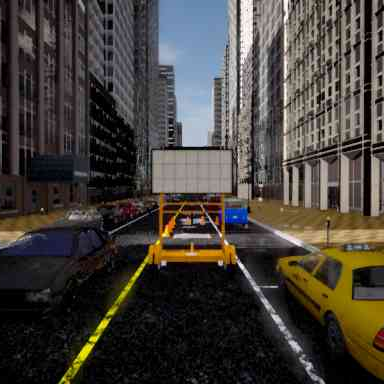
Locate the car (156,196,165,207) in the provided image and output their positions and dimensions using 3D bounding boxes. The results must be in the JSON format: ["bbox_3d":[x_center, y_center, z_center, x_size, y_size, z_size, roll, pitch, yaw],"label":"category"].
[{"bbox_3d":[-5.690,1.539,50.956,2.008,1.369,4.403,-1,0,0],"label":"car"}]

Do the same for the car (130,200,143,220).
[{"bbox_3d":[-5.693,1.538,28.221,1.887,1.381,4.507,-1,0,0],"label":"car"}]

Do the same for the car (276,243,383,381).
[{"bbox_3d":[2.684,1.524,5.655,1.752,1.417,4.829,-1,0,0],"label":"car"}]

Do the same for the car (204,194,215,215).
[{"bbox_3d":[2.686,1.307,33.903,2.192,1.841,5.009,-1,0,0],"label":"car"}]

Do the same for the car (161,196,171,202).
[{"bbox_3d":[-5.686,1.563,73.690,1.802,1.307,4.206,-1,0,0],"label":"car"}]

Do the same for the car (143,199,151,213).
[{"bbox_3d":[-5.693,1.543,33.905,2.008,1.369,4.403,-1,0,0],"label":"car"}]

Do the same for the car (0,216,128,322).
[{"bbox_3d":[-3.098,1.545,7.724,2.033,1.411,5.357,0,0,0],"label":"car"}]

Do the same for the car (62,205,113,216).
[{"bbox_3d":[-5.695,1.547,16.854,2.008,1.369,4.403,-1,0,0],"label":"car"}]

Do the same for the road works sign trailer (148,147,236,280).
[{"bbox_3d":[0.003,0.462,9.884,2.380,3.560,2.880,0,0,0],"label":"road works sign trailer"}]

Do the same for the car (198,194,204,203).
[{"bbox_3d":[2.693,1.535,62.321,2.008,1.369,4.403,-1,0,0],"label":"car"}]

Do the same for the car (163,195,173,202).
[{"bbox_3d":[-5.686,1.419,79.373,1.967,1.590,4.097,-1,0,0],"label":"car"}]

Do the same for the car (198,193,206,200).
[{"bbox_3d":[2.695,1.291,90.740,2.192,1.841,5.009,-1,0,0],"label":"car"}]

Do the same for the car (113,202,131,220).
[{"bbox_3d":[-5.694,1.560,22.537,1.947,1.339,4.313,-1,0,0],"label":"car"}]

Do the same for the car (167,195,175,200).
[{"bbox_3d":[-5.683,1.501,90.571,1.752,1.417,4.829,-1,0,0],"label":"car"}]

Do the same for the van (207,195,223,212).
[{"bbox_3d":[2.687,1.332,39.587,1.690,1.788,3.998,-1,0,0],"label":"van"}]

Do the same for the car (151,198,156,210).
[{"bbox_3d":[-5.691,1.573,39.588,1.802,1.307,4.206,-1,0,0],"label":"car"}]

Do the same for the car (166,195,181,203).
[{"bbox_3d":[-3.003,1.533,59.388,2.033,1.411,5.357,0,0,0],"label":"car"}]

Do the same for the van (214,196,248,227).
[{"bbox_3d":[2.685,1.336,22.536,1.690,1.788,3.998,-1,0,0],"label":"van"}]
